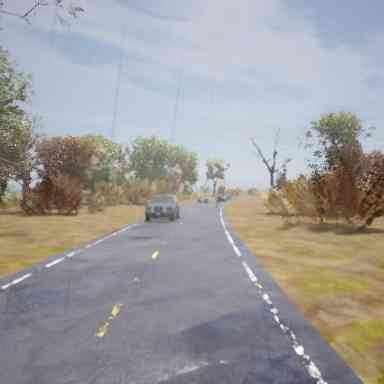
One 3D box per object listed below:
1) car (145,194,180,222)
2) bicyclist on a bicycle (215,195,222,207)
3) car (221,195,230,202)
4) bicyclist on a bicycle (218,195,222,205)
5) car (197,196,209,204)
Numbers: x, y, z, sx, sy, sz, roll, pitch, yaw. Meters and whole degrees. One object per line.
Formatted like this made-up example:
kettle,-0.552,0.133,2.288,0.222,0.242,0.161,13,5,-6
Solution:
car,-2.214,1.215,26.243,2.150,2.045,5.566,0,0,4
bicyclist on a bicycle,3.555,1.450,47.118,0.582,1.620,1.656,0,0,7
car,6.737,1.604,74.741,1.895,1.301,4.718,0,0,11
bicyclist on a bicycle,4.817,1.371,57.175,0.659,1.776,1.843,0,0,8
car,2.214,1.499,65.941,2.128,1.511,4.902,0,0,9
